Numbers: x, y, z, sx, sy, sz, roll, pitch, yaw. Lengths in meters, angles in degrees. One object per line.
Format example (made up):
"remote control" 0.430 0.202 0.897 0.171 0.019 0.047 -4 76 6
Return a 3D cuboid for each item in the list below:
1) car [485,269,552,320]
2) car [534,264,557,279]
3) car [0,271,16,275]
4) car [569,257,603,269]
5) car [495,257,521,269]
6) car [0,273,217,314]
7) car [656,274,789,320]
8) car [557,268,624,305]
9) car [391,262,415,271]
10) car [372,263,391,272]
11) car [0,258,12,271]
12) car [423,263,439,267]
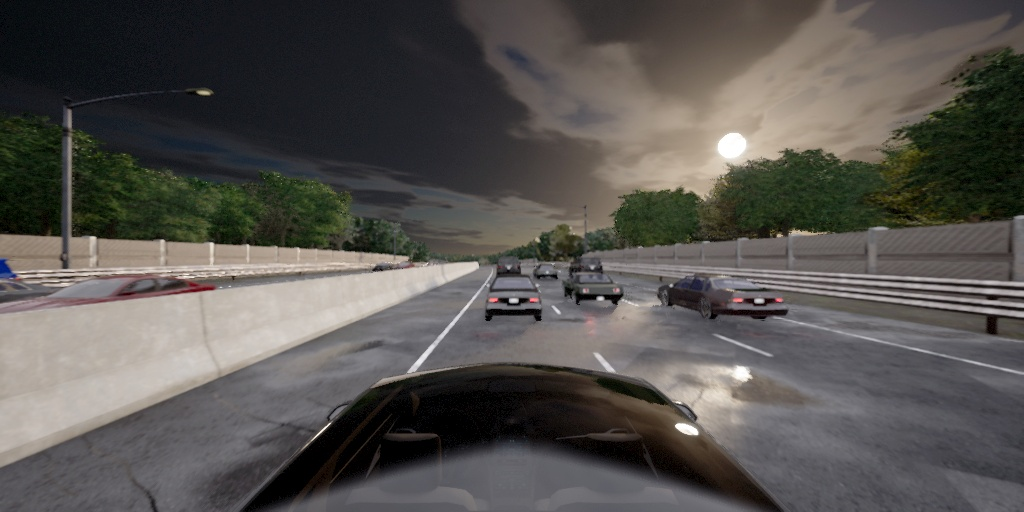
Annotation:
"car" 0.035 1.344 12.825 2.033 1.411 5.357 0 0 0
"car" 3.127 1.450 34.180 1.994 1.385 4.181 0 0 -2
"car" -14.134 1.275 8.558 2.128 1.511 4.902 0 0 0
"car" 6.672 1.099 32.744 2.150 2.045 5.566 0 0 -2
"car" -0.330 1.101 32.718 2.150 2.045 5.566 0 0 -2
"car" -10.642 1.265 9.730 1.882 1.535 5.008 0 0 0
"car" 7.035 1.341 12.731 2.033 1.411 5.357 0 0 0
"car" 3.492 1.411 16.454 1.895 1.301 4.718 0 0 -1
"car" -15.143 1.562 51.127 1.882 1.535 5.008 0 -1 -2
"car" -18.698 1.656 52.570 2.033 1.411 5.357 0 -1 -2
"car" -17.640 1.011 9.770 2.150 2.045 5.566 0 0 0
"car" -11.701 1.705 52.596 1.895 1.301 4.718 0 -1 -2
